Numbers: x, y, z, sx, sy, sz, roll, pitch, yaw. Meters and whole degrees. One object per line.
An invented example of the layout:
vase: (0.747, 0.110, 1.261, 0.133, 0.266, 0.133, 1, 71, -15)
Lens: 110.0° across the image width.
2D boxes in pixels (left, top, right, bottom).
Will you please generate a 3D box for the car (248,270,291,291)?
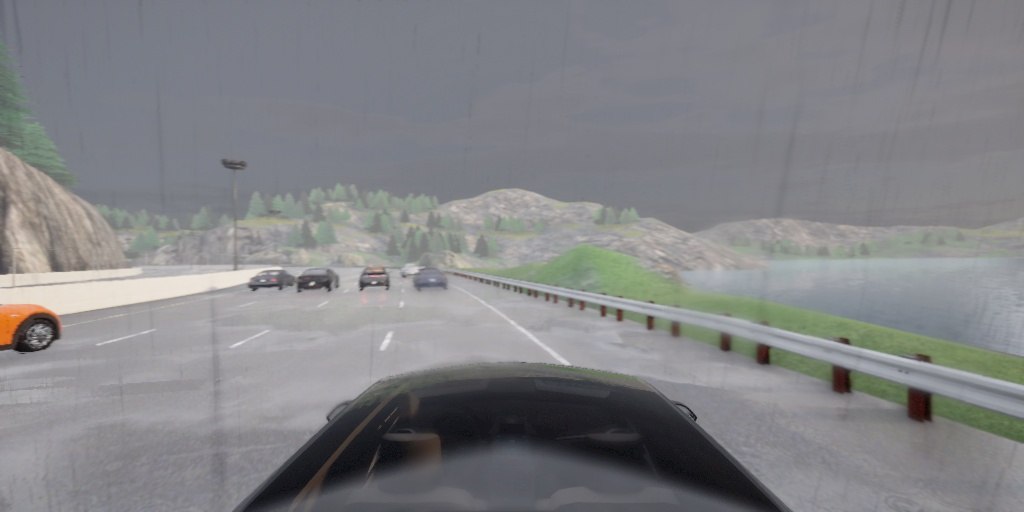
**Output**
car: (-17.036, 1.689, 25.691, 2.033, 1.411, 5.357, -1, 0, -19)

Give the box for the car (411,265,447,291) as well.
car: (-5.561, 1.496, 24.248, 1.994, 1.385, 4.181, -1, 0, -18)

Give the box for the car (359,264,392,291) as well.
car: (-9.398, 1.493, 24.766, 2.128, 1.511, 4.902, -1, 0, -18)

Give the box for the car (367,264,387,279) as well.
car: (-14.744, 1.627, 39.030, 1.882, 1.535, 5.008, -1, -1, -23)

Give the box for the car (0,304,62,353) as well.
car: (-11.563, 1.327, 6.652, 2.097, 1.767, 4.553, -1, 0, -13)

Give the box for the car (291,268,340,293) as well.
car: (-12.781, 1.536, 23.881, 1.882, 1.535, 5.008, -1, 0, -18)

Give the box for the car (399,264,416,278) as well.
car: (-11.329, 1.617, 39.933, 1.812, 1.442, 4.674, -1, 0, -22)
